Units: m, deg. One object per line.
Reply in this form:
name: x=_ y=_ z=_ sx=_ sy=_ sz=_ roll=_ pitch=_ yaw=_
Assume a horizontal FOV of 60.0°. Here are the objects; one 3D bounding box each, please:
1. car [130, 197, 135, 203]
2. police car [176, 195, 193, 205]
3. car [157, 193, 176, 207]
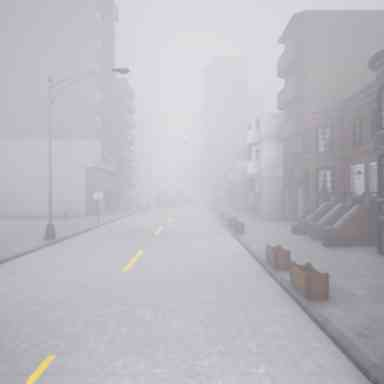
car: x=-13.213 y=1.473 z=63.492 sx=4.674 sy=1.442 sz=1.812 roll=0 pitch=4 yaw=0
police car: x=-1.980 y=1.424 z=58.542 sx=1.930 sy=1.638 sz=5.238 roll=0 pitch=0 yaw=-37
car: x=-4.206 y=1.220 z=51.543 sx=2.150 sy=2.045 sz=5.566 roll=0 pitch=0 yaw=-9
